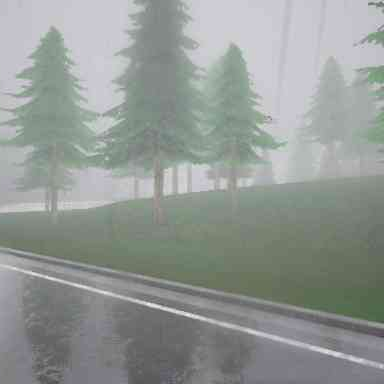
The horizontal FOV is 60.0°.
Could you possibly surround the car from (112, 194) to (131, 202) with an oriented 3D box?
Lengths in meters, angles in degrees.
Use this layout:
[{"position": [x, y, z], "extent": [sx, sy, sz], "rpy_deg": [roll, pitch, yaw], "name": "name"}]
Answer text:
[{"position": [-15.883, 1.348, 75.058], "extent": [2.097, 1.767, 4.553], "rpy_deg": [0, 0, 35], "name": "car"}]
